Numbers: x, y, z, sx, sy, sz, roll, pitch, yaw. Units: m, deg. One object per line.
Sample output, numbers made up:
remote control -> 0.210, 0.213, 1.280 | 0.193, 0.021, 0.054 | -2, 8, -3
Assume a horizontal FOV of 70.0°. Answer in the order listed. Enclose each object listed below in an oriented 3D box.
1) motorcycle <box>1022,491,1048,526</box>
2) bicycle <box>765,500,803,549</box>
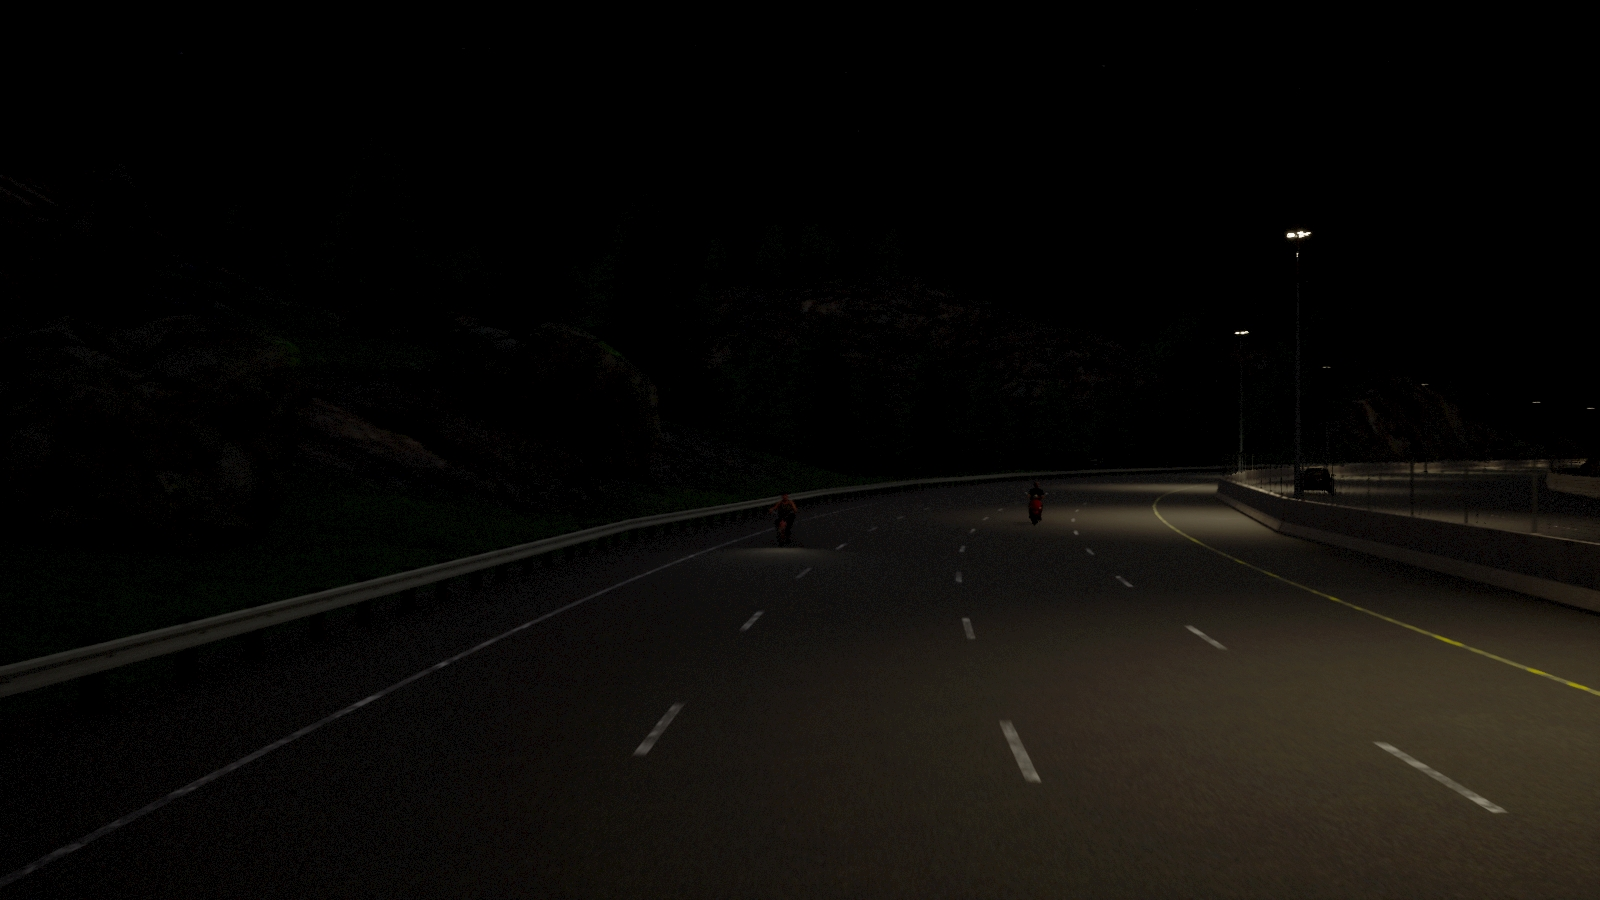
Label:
motorcycle -> 8.910, 2.196, 43.259 | 0.856, 1.236, 1.805 | 1, 0, 13
bicycle -> -0.452, 2.148, 33.158 | 0.859, 1.295, 1.487 | 0, 0, 10
